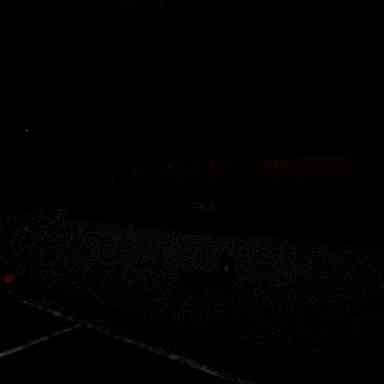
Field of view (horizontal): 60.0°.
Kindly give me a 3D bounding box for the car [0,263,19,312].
[{"bbox_3d":[-4.932,1.574,6.363,4.206,1.307,1.802,0,-1,36],"label":"car"}]
